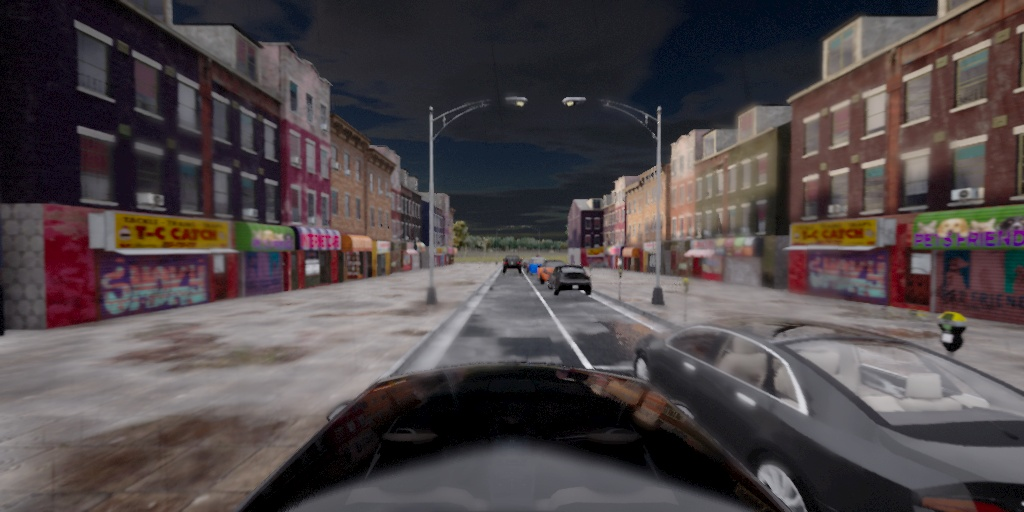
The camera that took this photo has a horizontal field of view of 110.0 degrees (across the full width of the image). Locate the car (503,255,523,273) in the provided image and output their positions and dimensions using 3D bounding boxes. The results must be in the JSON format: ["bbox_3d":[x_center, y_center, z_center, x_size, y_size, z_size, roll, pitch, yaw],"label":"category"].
[{"bbox_3d":[0.041,0.906,43.341,2.150,2.045,5.566,0,0,0],"label":"car"}]

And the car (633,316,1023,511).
[{"bbox_3d":[2.635,1.298,3.671,2.007,1.370,4.403,0,0,0],"label":"car"}]

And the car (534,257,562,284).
[{"bbox_3d":[2.973,1.063,26.377,2.097,1.767,4.553,0,0,0],"label":"car"}]

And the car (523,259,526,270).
[{"bbox_3d":[2.612,1.124,42.398,1.967,1.591,4.097,0,0,0],"label":"car"}]

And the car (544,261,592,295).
[{"bbox_3d":[3.010,1.225,19.406,1.837,1.490,4.892,0,0,0],"label":"car"}]

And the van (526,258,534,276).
[{"bbox_3d":[2.616,1.034,36.866,1.690,1.789,3.998,0,0,0],"label":"van"}]
